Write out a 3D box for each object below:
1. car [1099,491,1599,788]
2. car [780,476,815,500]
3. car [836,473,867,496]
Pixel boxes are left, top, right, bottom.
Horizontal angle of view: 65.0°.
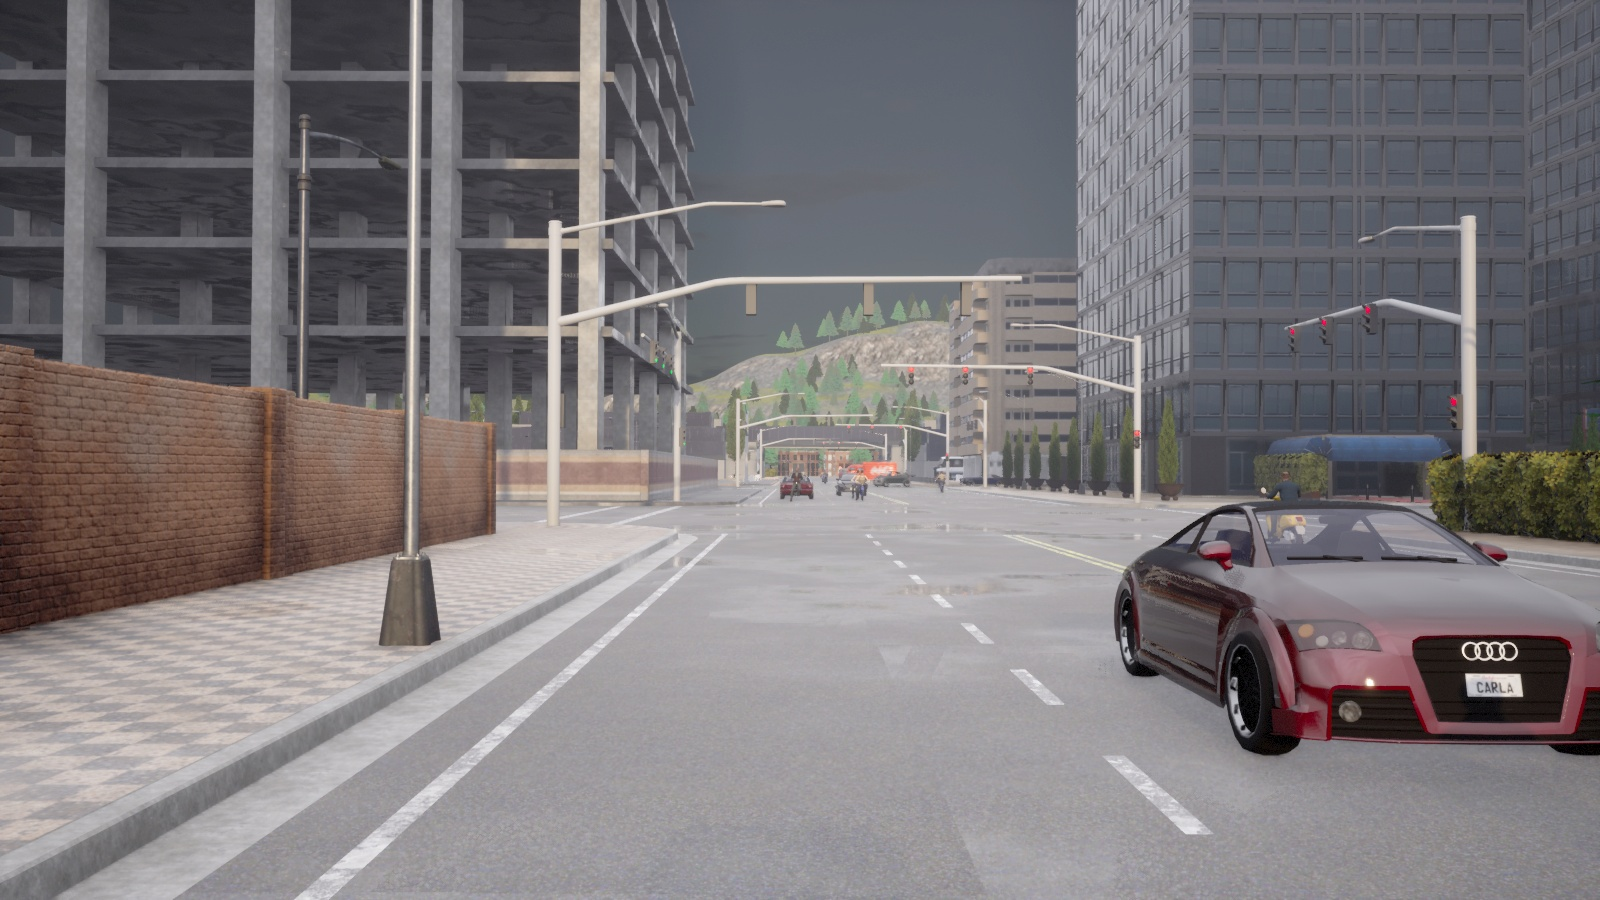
[{"bbox_3d":[3.480,1.004,8.286,1.994,1.385,4.181,0,-1,0],"label":"car"},{"bbox_3d":[-0.166,2.095,70.406,1.895,1.301,4.718,0,-1,0],"label":"car"},{"bbox_3d":[3.309,2.183,80.926,1.812,1.442,4.674,0,-1,0],"label":"car"}]
